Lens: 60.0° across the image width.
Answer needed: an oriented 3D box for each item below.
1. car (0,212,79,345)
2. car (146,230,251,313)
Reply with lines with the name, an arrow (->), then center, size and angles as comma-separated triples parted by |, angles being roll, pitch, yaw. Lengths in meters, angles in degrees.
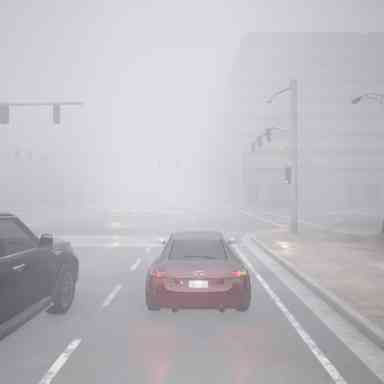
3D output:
car -> -3.395, 1.221, 4.436 | 2.150, 2.045, 5.566 | 0, 0, 1
car -> 0.115, 1.564, 7.761 | 1.994, 1.385, 4.181 | 0, 0, 0
